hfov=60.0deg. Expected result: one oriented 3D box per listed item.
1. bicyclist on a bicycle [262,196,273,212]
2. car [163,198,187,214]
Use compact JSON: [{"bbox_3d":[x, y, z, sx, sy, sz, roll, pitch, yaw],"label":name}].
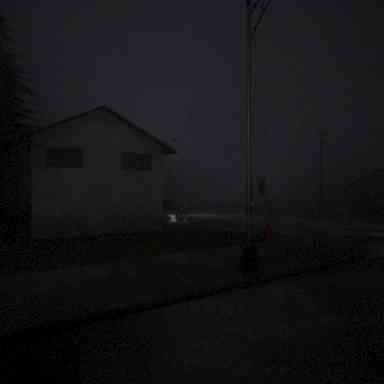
[{"bbox_3d":[7.898,1.279,34.661,1.656,1.620,0.582,-1,0,-36],"label":"bicyclist on a bicycle"},{"bbox_3d":[-2.422,1.458,34.665,1.837,1.490,4.892,0,0,-36],"label":"car"}]
